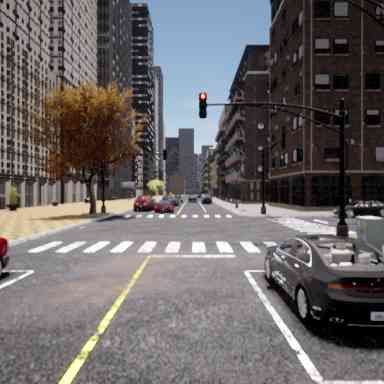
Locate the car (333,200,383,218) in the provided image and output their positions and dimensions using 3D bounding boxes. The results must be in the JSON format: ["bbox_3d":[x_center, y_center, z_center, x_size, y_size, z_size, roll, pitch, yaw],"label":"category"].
[{"bbox_3d":[13.465,1.324,26.337,4.403,1.369,2.008,-1,1,0],"label":"car"}]

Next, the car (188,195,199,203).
[{"bbox_3d":[0.104,1.478,68.662,2.128,1.511,4.902,0,0,0],"label":"car"}]

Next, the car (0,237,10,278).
[{"bbox_3d":[-5.682,1.538,6.961,1.887,1.381,4.507,0,0,0],"label":"car"}]

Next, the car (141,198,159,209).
[{"bbox_3d":[-5.624,1.548,44.872,1.947,1.339,4.313,0,0,0],"label":"car"}]

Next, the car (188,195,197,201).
[{"bbox_3d":[0.121,1.384,79.084,2.033,1.411,5.357,0,0,0],"label":"car"}]

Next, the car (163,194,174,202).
[{"bbox_3d":[-5.573,1.308,78.009,2.192,1.841,5.009,0,0,0],"label":"car"}]

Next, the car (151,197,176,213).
[{"bbox_3d":[-2.974,1.546,35.819,1.994,1.385,4.181,0,0,-2],"label":"car"}]

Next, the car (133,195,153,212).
[{"bbox_3d":[-5.633,1.297,39.349,2.192,1.841,5.009,0,0,0],"label":"car"}]

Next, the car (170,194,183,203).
[{"bbox_3d":[-2.904,1.339,68.281,2.097,1.767,4.553,0,0,0],"label":"car"}]

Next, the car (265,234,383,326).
[{"bbox_3d":[2.698,1.544,6.948,2.008,1.369,4.403,0,0,0],"label":"car"}]

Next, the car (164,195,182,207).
[{"bbox_3d":[-3.013,1.546,51.972,1.994,1.385,4.181,0,0,0],"label":"car"}]

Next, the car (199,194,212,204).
[{"bbox_3d":[2.783,1.549,61.427,1.947,1.339,4.313,0,0,0],"label":"car"}]

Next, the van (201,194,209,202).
[{"bbox_3d":[2.799,1.330,72.474,1.690,1.788,3.998,0,0,0],"label":"van"}]

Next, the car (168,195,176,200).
[{"bbox_3d":[-5.547,1.560,94.578,2.008,1.369,4.403,0,0,0],"label":"car"}]

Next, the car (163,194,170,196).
[{"bbox_3d":[-5.581,1.555,72.487,1.947,1.339,4.313,0,0,0],"label":"car"}]
